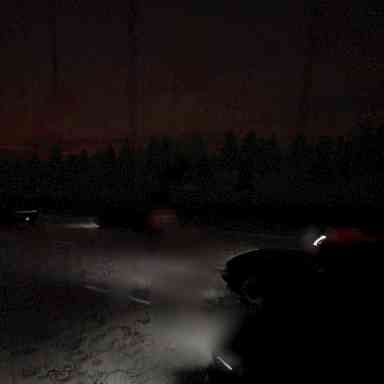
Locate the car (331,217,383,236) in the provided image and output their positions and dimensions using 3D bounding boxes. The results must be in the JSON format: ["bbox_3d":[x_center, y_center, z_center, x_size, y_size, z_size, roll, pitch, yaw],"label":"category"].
[{"bbox_3d":[5.490,1.349,8.674,4.553,1.767,2.097,1,0,35],"label":"car"}]

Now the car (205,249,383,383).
[{"bbox_3d":[2.300,1.530,2.351,4.674,1.442,1.812,0,0,36],"label":"car"}]

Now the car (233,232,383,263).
[{"bbox_3d":[2.959,1.594,6.181,4.718,1.301,1.895,0,0,36],"label":"car"}]

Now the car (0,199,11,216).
[{"bbox_3d":[-18.865,1.336,30.356,5.357,1.411,2.033,0,0,36],"label":"car"}]

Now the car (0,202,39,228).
[{"bbox_3d":[-11.601,1.353,20.871,4.902,1.511,2.128,0,0,36],"label":"car"}]

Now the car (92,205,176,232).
[{"bbox_3d":[-3.448,1.458,19.354,5.357,1.411,2.033,0,0,36],"label":"car"}]
